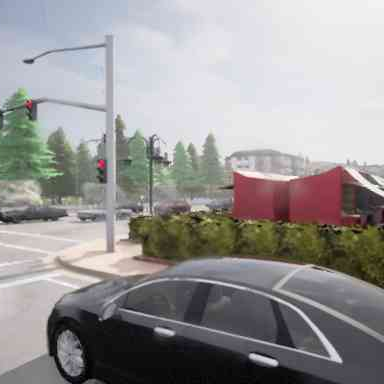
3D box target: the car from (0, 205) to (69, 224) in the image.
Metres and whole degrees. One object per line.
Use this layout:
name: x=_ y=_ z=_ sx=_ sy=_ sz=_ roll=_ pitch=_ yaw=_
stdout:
car: x=-12.843 y=1.741 z=27.008 sx=2.033 sy=1.411 sz=5.357 roll=0 pitch=0 yaw=39

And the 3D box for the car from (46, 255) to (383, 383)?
car: x=0.286 y=1.515 z=3.789 sx=4.892 sy=1.490 sz=1.837 roll=0 pitch=0 yaw=36

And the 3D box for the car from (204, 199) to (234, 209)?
car: x=4.099 y=1.741 z=50.389 sx=2.033 sy=1.411 sz=5.357 roll=0 pitch=0 yaw=36

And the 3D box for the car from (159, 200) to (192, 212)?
car: x=-2.016 y=1.757 z=41.971 sx=1.994 sy=1.385 sz=4.181 roll=0 pitch=0 yaw=37

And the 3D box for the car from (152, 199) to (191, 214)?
car: x=-2.199 y=1.527 z=35.766 sx=2.097 sy=1.767 sz=4.553 roll=0 pitch=0 yaw=36

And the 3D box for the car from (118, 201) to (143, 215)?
car: x=-7.251 y=1.685 z=34.758 sx=2.128 sy=1.511 sz=4.902 roll=0 pitch=0 yaw=36

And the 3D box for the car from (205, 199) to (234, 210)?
car: x=3.905 y=1.680 z=44.174 sx=1.837 sy=1.490 sz=4.892 roll=0 pitch=0 yaw=36

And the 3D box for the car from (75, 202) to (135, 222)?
car: x=-7.501 y=1.776 z=28.446 sx=1.895 sy=1.301 sz=4.718 roll=0 pitch=0 yaw=36
